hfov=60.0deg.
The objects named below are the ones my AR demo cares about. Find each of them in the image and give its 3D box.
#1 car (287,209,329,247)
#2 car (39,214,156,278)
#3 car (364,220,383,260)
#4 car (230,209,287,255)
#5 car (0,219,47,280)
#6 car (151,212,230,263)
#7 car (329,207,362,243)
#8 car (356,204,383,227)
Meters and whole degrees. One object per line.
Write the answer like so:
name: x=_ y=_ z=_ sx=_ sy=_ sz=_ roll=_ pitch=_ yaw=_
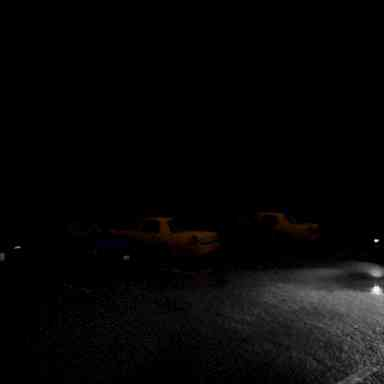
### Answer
car: x=3.273 y=1.604 z=15.632 sx=5.366 sy=1.575 sz=1.946 roll=-1 pitch=-1 yaw=35
car: x=-3.805 y=1.516 z=10.378 sx=5.008 sy=1.535 sz=2.097 roll=-1 pitch=-1 yaw=35
car: x=8.358 y=1.737 z=11.803 sx=4.718 sy=1.301 sz=1.895 roll=1 pitch=0 yaw=-35
car: x=1.023 y=1.575 z=13.821 sx=5.008 sy=1.535 sz=2.097 roll=-1 pitch=-1 yaw=34
car: x=-6.237 y=1.517 z=8.680 sx=4.792 sy=1.488 sz=2.163 roll=-1 pitch=-1 yaw=35
car: x=-1.547 y=1.545 z=12.200 sx=5.366 sy=1.575 sz=1.946 roll=-1 pitch=-1 yaw=35
car: x=5.866 y=1.664 z=17.242 sx=4.792 sy=1.488 sz=2.163 roll=-1 pitch=-1 yaw=34
car: x=13.044 y=1.598 z=22.422 sx=4.553 sy=1.767 sz=2.185 roll=-1 pitch=-1 yaw=35
